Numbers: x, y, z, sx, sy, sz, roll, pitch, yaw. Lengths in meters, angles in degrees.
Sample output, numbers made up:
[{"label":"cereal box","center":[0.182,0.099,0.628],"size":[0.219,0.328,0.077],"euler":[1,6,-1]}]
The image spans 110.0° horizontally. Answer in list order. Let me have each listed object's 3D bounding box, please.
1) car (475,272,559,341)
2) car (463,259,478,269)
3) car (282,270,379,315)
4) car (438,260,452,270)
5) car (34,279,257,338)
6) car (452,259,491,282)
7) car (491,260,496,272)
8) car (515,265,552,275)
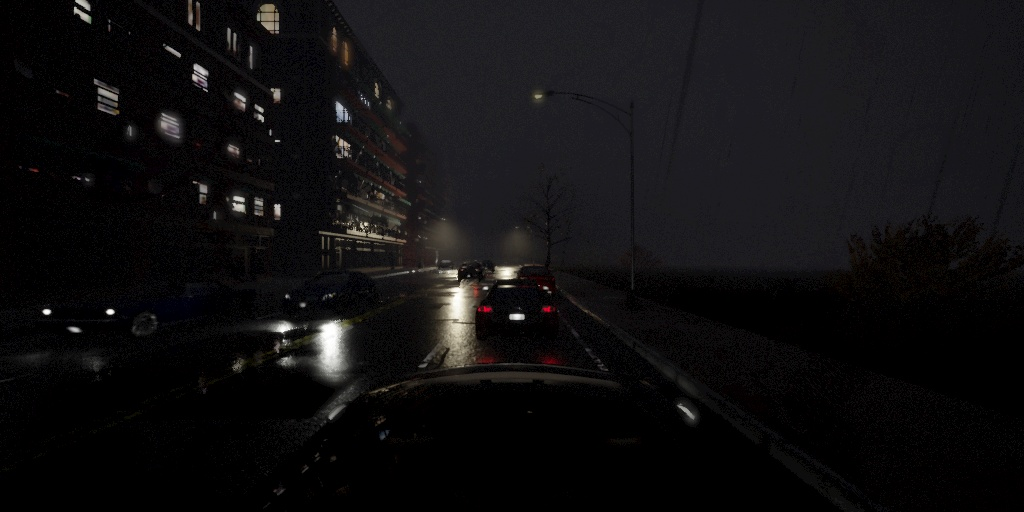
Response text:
[{"label":"car","center":[0.107,1.315,9.929],"size":[1.994,1.385,4.181],"euler":[0,0,0]},{"label":"car","center":[-6.551,1.255,57.040],"size":[1.837,1.490,4.892],"euler":[0,0,0]},{"label":"car","center":[-6.607,1.277,13.666],"size":[1.812,1.442,4.674],"euler":[0,0,0]},{"label":"car","center":[-9.809,1.315,53.659],"size":[1.994,1.385,4.181],"euler":[0,0,0]},{"label":"car","center":[-9.846,1.352,10.286],"size":[1.895,1.301,4.718],"euler":[0,0,0]},{"label":"car","center":[-3.134,1.244,28.501],"size":[2.128,1.511,4.902],"euler":[0,0,0]},{"label":"car","center":[-3.122,1.256,44.821],"size":[1.837,1.490,4.892],"euler":[0,0,0]},{"label":"car","center":[1.148,1.230,18.849],"size":[1.882,1.535,5.008],"euler":[0,0,0]}]
